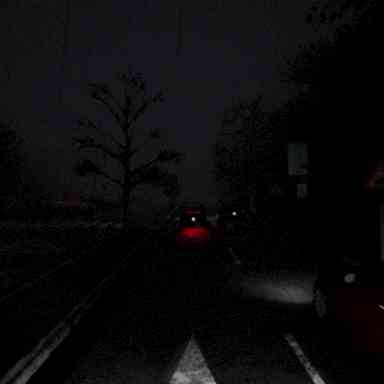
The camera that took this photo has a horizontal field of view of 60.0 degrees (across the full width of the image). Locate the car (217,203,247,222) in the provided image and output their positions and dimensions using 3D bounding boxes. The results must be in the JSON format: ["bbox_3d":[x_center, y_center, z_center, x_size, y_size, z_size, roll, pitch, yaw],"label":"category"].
[{"bbox_3d":[3.095,1.565,26.266,1.994,1.385,4.181,0,0,0],"label":"car"}]

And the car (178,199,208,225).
[{"bbox_3d":[0.095,1.508,24.169,1.837,1.490,4.892,0,0,0],"label":"car"}]

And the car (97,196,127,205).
[{"bbox_3d":[-13.839,1.397,57.487,4.674,1.452,2.002,-1,0,-20],"label":"car"}]

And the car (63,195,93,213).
[{"bbox_3d":[-14.018,1.490,36.388,5.366,1.575,1.946,-1,0,-20],"label":"car"}]

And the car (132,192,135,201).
[{"bbox_3d":[-13.837,1.311,63.486,4.674,1.452,2.002,-1,1,-20],"label":"car"}]

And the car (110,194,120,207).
[{"bbox_3d":[-13.669,1.436,48.535,5.366,1.575,1.946,-1,0,-20],"label":"car"}]

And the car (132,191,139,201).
[{"bbox_3d":[-13.826,1.225,66.486,5.008,1.535,2.097,-1,1,-20],"label":"car"}]

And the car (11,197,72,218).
[{"bbox_3d":[-13.823,1.523,30.465,4.792,1.488,2.163,-1,0,-20],"label":"car"}]

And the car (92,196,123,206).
[{"bbox_3d":[-13.864,1.417,54.462,4.792,1.488,2.163,-1,1,-20],"label":"car"}]

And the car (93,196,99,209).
[{"bbox_3d":[-13.849,1.525,39.461,4.674,1.452,2.002,-1,0,-20],"label":"car"}]

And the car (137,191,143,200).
[{"bbox_3d":[-13.804,1.158,72.502,4.792,1.488,2.163,-1,1,-20],"label":"car"}]

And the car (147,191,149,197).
[{"bbox_3d":[-13.999,0.997,81.422,5.366,1.575,1.946,-1,1,-20],"label":"car"}]

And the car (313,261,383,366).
[{"bbox_3d":[3.099,1.525,4.118,1.812,1.442,4.674,0,0,0],"label":"car"}]

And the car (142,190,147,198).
[{"bbox_3d":[-13.808,0.832,75.501,5.566,2.045,2.435,-1,1,-20],"label":"car"}]

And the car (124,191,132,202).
[{"bbox_3d":[-13.868,1.189,60.473,4.553,1.767,2.185,-1,1,-20],"label":"car"}]

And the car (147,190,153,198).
[{"bbox_3d":[-13.851,0.668,87.470,5.566,2.045,2.435,-1,1,-20],"label":"car"}]

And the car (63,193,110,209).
[{"bbox_3d":[-13.821,1.227,42.480,5.566,2.045,2.435,-1,0,-20],"label":"car"}]

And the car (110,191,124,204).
[{"bbox_3d":[-13.868,1.167,51.460,5.566,2.045,2.435,-1,1,-20],"label":"car"}]
